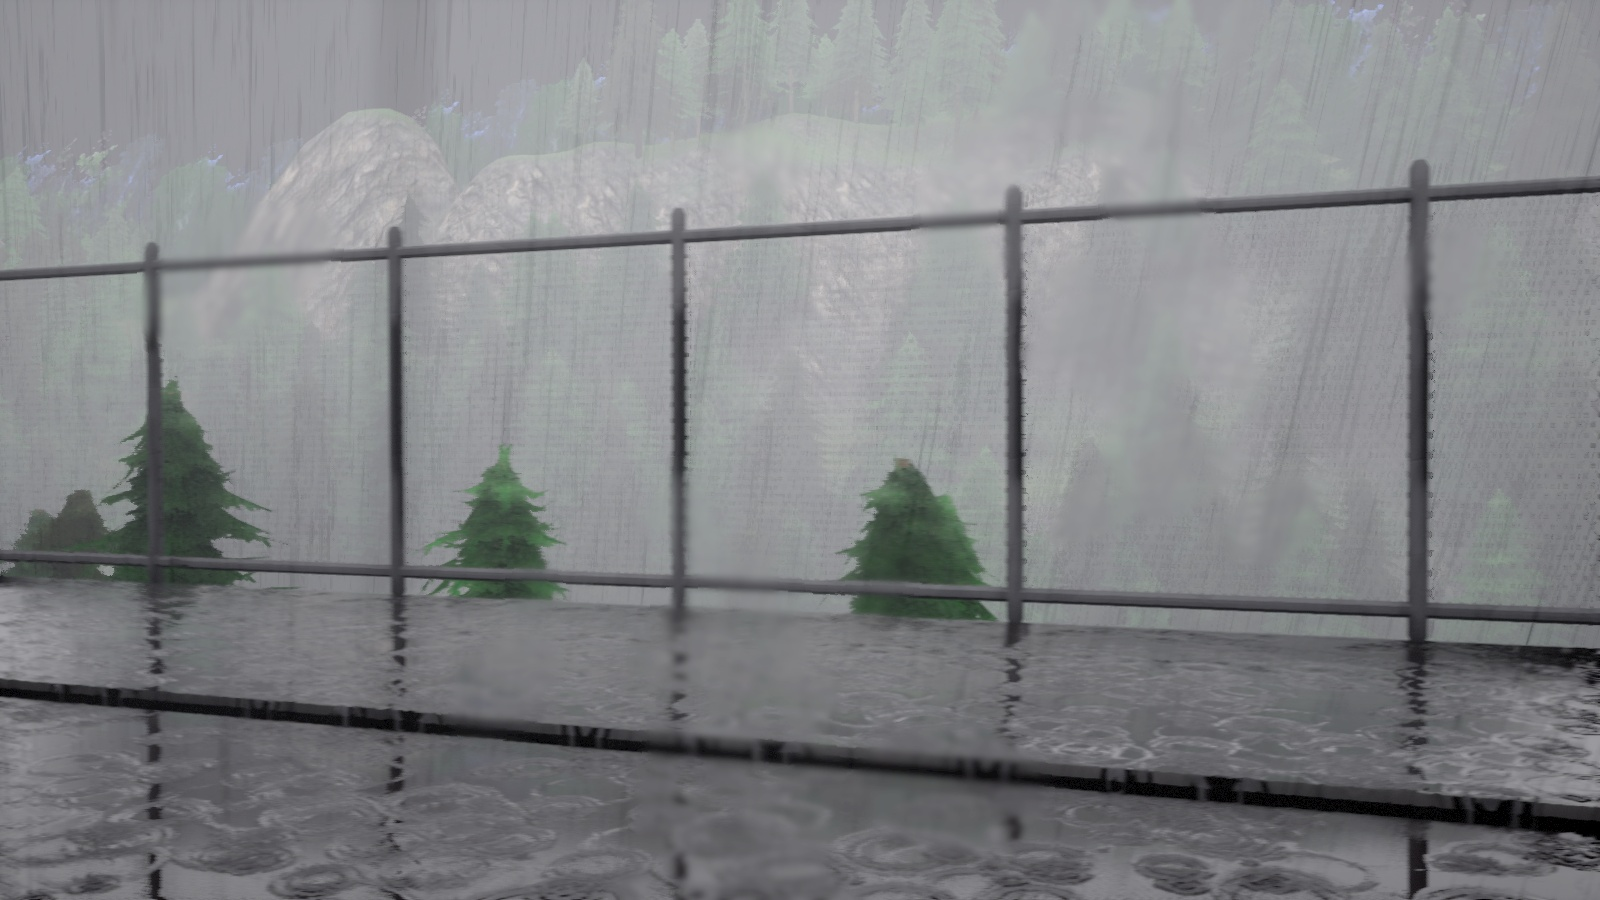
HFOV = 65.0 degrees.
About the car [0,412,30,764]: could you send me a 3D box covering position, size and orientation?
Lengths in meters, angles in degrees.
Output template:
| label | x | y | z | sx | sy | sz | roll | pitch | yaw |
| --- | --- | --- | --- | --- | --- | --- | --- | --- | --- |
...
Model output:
| label | x | y | z | sx | sy | sz | roll | pitch | yaw |
| --- | --- | --- | --- | --- | --- | --- | --- | --- | --- |
| car | -6.330 | 0.639 | 5.846 | 4.856 | 1.649 | 2.033 | 1 | 1 | 19 |
